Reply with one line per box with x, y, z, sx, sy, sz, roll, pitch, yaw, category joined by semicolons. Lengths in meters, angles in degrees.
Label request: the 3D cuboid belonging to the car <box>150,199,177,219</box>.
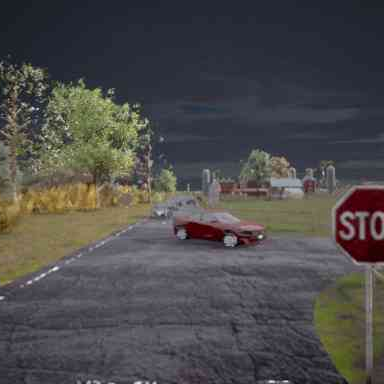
-2.923;1.750;32.394;2.128;1.511;4.902;0;-1;0;car

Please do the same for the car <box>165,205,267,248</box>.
1.159;1.608;15.700;1.882;1.535;5.008;-1;0;-42;car

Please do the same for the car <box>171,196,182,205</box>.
-2.932;1.670;60.453;2.150;2.045;5.566;0;-1;1;car

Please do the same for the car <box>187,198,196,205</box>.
-0.167;2.009;70.481;1.837;1.490;4.892;0;0;0;car

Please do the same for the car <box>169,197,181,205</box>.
-2.944;1.862;46.426;1.837;1.490;4.892;0;-1;0;car
